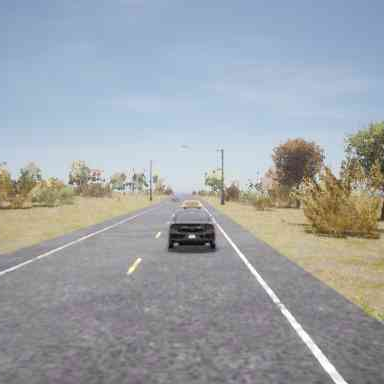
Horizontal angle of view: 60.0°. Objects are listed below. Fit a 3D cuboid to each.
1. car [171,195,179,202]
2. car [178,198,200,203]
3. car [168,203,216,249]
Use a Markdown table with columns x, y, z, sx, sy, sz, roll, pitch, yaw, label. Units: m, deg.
| x | y | z | sx | sy | sz | roll | pitch | yaw | label |
| --- | --- | --- | --- | --- | --- | --- | --- | --- | --- |
| -3.760 | 1.486 | 75.946 | 1.882 | 1.535 | 5.008 | 0 | 0 | -3 | car |
| 0.000 | 1.494 | 29.651 | 1.882 | 1.535 | 5.008 | 0 | 0 | 0 | car |
| 0.000 | 1.487 | 14.651 | 1.882 | 1.535 | 5.008 | 0 | 0 | 0 | car |
